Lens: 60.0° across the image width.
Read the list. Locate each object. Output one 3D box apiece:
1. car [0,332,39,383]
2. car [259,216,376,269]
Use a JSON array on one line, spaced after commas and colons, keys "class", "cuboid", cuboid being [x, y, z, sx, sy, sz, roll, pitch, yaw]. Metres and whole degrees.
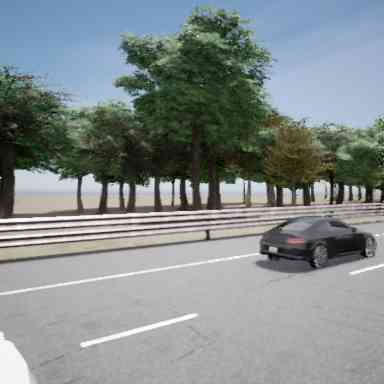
[{"class": "car", "cuboid": [-3.198, 1.599, 1.465, 4.718, 1.301, 1.895, 0, 0, -35]}, {"class": "car", "cuboid": [4.249, 1.519, 11.075, 4.674, 1.442, 1.812, 0, 0, -35]}]
